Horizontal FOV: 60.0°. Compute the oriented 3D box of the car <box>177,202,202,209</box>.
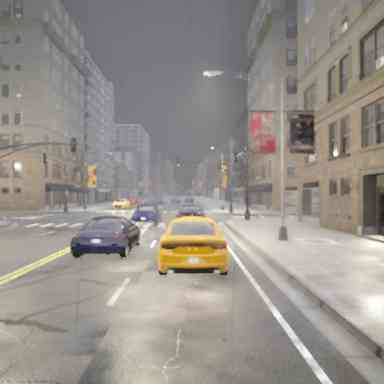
[{"bbox_3d":[-0.039,1.631,22.254,1.837,1.490,4.892,0,0,1],"label":"car"}]

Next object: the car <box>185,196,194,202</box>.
[{"bbox_3d":[-0.621,1.791,77.784,2.097,1.767,4.553,0,0,0],"label":"car"}]

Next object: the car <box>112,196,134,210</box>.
[{"bbox_3d":[-10.227,1.758,48.409,1.882,1.535,5.008,0,0,0],"label":"car"}]

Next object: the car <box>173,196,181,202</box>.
[{"bbox_3d":[-3.963,1.855,89.006,2.097,1.767,4.553,0,0,0],"label":"car"}]

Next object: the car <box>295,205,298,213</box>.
[{"bbox_3d":[13.462,1.465,33.835,5.566,2.045,2.150,0,-1,0],"label":"car"}]

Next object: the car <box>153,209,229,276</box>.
[{"bbox_3d":[0.027,1.537,10.587,1.882,1.535,5.008,0,0,0],"label":"car"}]

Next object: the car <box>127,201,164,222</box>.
[{"bbox_3d":[-3.343,1.667,25.000,1.812,1.442,4.674,0,0,0],"label":"car"}]

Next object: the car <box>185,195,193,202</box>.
[{"bbox_3d":[-0.704,1.716,87.787,2.097,1.767,4.553,0,0,0],"label":"car"}]

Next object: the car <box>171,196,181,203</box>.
[{"bbox_3d":[-3.885,2.001,79.405,1.994,1.385,4.181,0,0,0],"label":"car"}]

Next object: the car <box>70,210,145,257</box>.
[{"bbox_3d":[-3.250,1.638,13.210,1.994,1.385,4.181,0,0,0],"label":"car"}]

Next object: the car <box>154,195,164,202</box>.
[{"bbox_3d":[-7.046,1.615,68.450,2.150,2.045,5.566,0,0,0],"label":"car"}]

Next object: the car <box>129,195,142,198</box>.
[{"bbox_3d":[-10.273,1.558,58.346,2.150,2.045,5.566,0,0,0],"label":"car"}]

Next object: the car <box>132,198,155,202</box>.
[{"bbox_3d":[-6.974,1.880,48.328,1.895,1.301,4.718,0,0,0],"label":"car"}]

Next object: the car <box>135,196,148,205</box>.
[{"bbox_3d":[-10.295,1.746,68.336,2.097,1.767,4.553,0,0,0],"label":"car"}]

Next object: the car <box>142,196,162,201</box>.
[{"bbox_3d":[-7.019,1.881,57.973,2.033,1.411,5.357,0,0,0],"label":"car"}]
